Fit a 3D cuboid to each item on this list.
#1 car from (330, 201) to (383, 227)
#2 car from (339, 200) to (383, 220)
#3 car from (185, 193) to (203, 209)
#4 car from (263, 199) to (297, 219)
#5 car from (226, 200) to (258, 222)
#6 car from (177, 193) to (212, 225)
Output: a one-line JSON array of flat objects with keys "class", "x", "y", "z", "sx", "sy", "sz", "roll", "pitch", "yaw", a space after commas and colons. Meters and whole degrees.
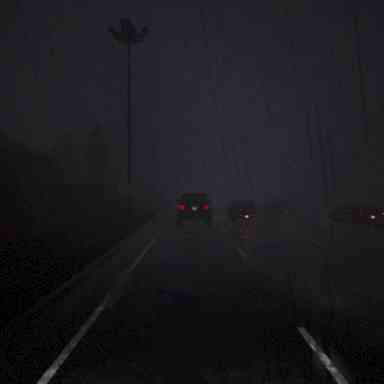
[{"class": "car", "x": 10.649, "y": 1.424, "z": 21.579, "sx": 1.994, "sy": 1.385, "sz": 4.181, "roll": 0, "pitch": 0, "yaw": 0}, {"class": "car", "x": 14.164, "y": 1.422, "z": 27.587, "sx": 1.895, "sy": 1.301, "sz": 4.718, "roll": 0, "pitch": 0, "yaw": 0}, {"class": "car", "x": 0.195, "y": 1.082, "z": 41.360, "sx": 2.097, "sy": 1.767, "sz": 4.553, "roll": 0, "pitch": 0, "yaw": 0}, {"class": "car", "x": 7.162, "y": 1.329, "z": 27.348, "sx": 1.837, "sy": 1.490, "sz": 4.892, "roll": 0, "pitch": 1, "yaw": 0}, {"class": "car", "x": 3.657, "y": 1.346, "z": 24.599, "sx": 1.837, "sy": 1.490, "sz": 4.892, "roll": 0, "pitch": 1, "yaw": 0}, {"class": "car", "x": 0.141, "y": 1.075, "z": 22.639, "sx": 2.150, "sy": 2.045, "sz": 5.566, "roll": 0, "pitch": 1, "yaw": 0}]
